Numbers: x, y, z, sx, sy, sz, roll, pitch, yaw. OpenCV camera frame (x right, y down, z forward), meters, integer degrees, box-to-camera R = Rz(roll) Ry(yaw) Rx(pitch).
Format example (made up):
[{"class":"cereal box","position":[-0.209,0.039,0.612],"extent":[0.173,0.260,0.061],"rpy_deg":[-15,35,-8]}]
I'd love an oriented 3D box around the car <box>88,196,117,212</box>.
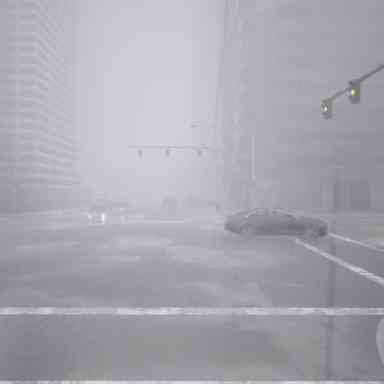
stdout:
[{"class":"car","position":[-10.632,1.503,39.367],"extent":[1.837,1.490,4.892],"rpy_deg":[0,0,0]}]

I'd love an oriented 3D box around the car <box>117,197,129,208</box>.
[{"class":"car","position":[-10.630,1.524,49.627],"extent":[1.812,1.442,4.674],"rpy_deg":[0,0,0]}]

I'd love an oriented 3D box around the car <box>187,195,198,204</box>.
[{"class":"car","position":[0.050,1.349,63.498],"extent":[2.097,1.767,4.553],"rpy_deg":[0,0,0]}]

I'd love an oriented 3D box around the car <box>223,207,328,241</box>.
[{"class":"car","position":[3.939,1.491,15.995],"extent":[4.902,1.511,2.128],"rpy_deg":[0,0,0]}]

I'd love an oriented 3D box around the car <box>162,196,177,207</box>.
[{"class":"car","position":[-3.452,1.349,52.158],"extent":[2.097,1.767,4.553],"rpy_deg":[0,0,0]}]
